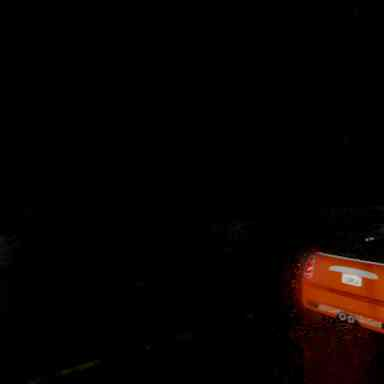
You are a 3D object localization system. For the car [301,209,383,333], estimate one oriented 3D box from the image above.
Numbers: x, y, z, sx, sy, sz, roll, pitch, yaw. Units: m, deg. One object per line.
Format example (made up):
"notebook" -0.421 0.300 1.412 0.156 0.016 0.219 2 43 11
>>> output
"car" 4.156 1.352 6.279 4.553 1.767 2.097 0 0 -35
